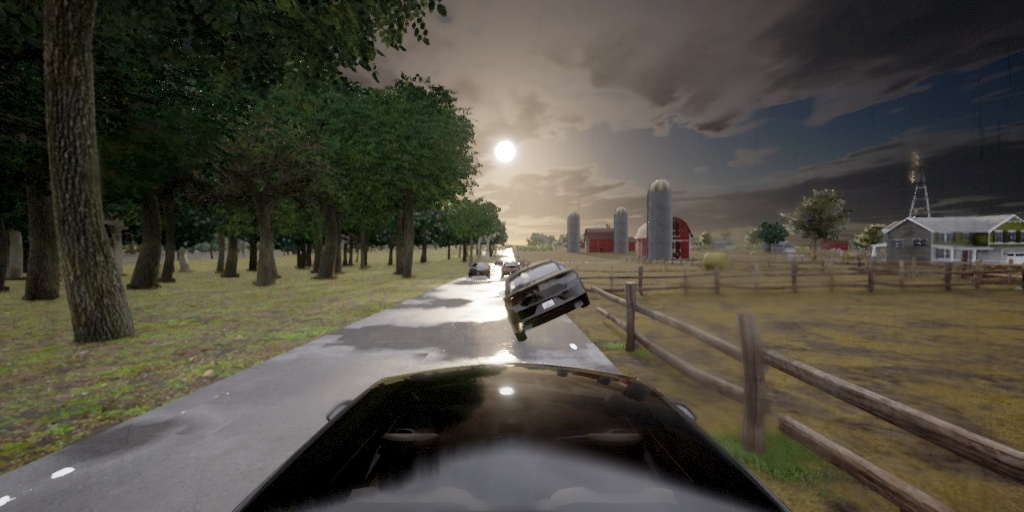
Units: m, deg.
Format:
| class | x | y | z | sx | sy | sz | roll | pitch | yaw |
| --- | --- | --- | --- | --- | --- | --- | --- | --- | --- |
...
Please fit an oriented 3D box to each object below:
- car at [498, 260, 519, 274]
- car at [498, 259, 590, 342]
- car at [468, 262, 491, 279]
| class | x | y | z | sx | sy | sz | roll | pitch | yaw |
| --- | --- | --- | --- | --- | --- | --- | --- | --- | --- |
| car | -0.088 | 1.306 | 34.438 | 1.837 | 1.490 | 4.892 | 0 | 0 | 0 |
| car | 0.699 | 0.960 | 9.890 | 1.882 | 1.535 | 5.008 | -24 | -2 | -1 |
| car | -2.992 | 1.276 | 34.000 | 1.882 | 1.535 | 5.008 | 0 | 0 | 0 |
